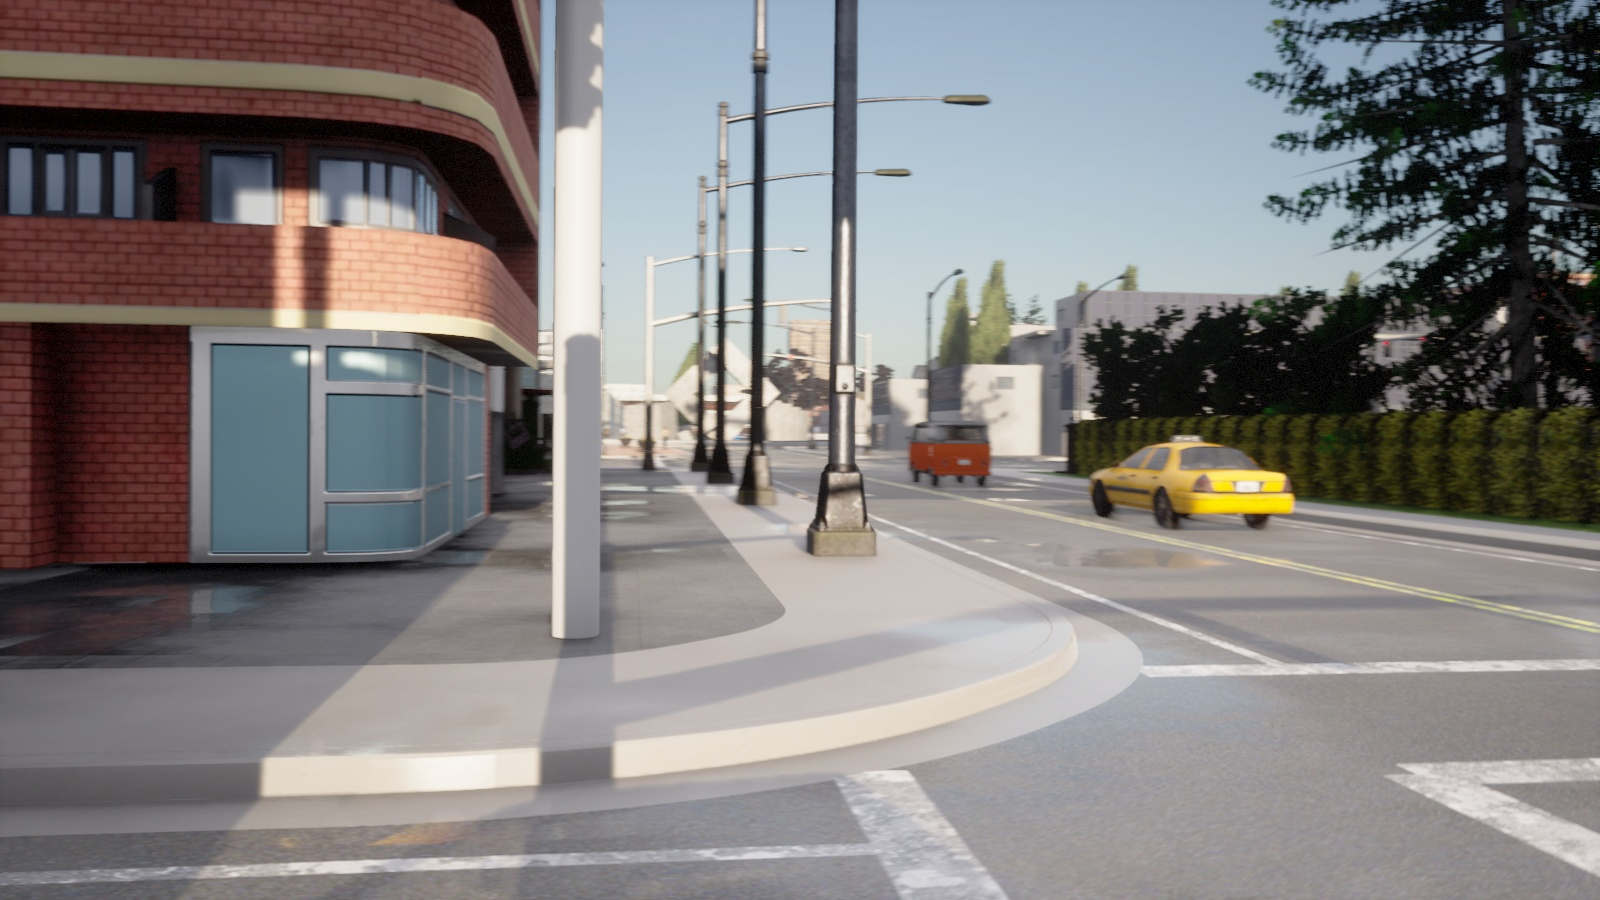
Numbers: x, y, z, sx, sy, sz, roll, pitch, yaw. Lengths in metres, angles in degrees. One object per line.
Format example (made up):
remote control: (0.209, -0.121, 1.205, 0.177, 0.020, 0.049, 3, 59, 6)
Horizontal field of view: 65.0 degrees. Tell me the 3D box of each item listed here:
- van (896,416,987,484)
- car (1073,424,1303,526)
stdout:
van: (4.347, -0.034, 39.220, 1.775, 1.987, 4.442, -1, 1, -8)
car: (6.668, 0.356, 22.341, 1.801, 1.575, 5.366, -1, 1, -8)
